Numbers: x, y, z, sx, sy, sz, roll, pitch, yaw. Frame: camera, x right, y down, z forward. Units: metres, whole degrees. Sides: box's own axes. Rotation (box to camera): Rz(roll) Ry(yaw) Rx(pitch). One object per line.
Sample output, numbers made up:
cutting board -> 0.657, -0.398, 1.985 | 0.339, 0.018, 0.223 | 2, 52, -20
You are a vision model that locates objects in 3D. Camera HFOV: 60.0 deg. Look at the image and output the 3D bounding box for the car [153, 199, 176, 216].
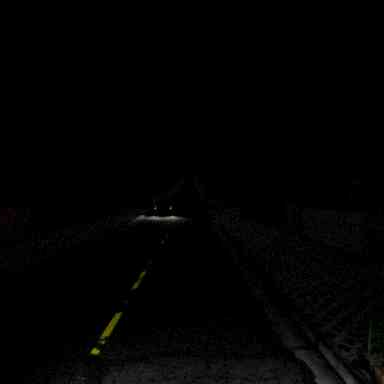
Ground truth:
car -> -2.836, 1.533, 34.858 | 2.097, 1.767, 4.553 | 0, 0, 0
